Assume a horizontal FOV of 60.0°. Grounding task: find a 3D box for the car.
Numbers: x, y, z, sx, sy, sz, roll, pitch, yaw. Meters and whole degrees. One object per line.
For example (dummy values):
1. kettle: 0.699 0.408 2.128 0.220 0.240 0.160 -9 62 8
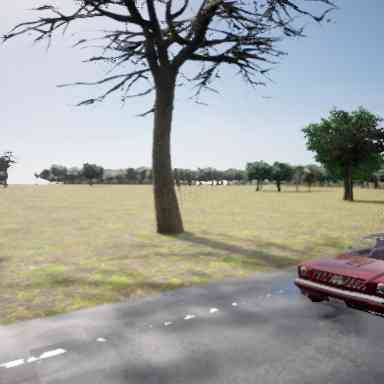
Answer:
1. car: 4.314 1.598 7.067 4.718 1.301 1.895 0 0 -36
